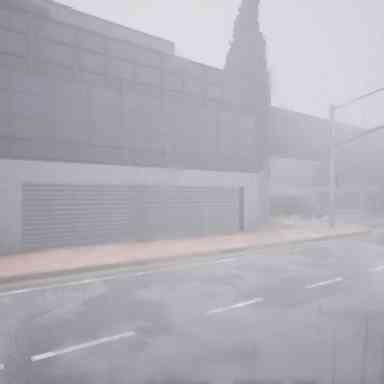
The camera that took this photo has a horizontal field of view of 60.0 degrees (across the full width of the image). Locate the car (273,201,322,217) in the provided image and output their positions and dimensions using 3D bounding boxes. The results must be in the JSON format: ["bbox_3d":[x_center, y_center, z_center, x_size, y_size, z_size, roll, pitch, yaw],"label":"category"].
[{"bbox_3d":[10.764,1.688,34.308,1.812,1.442,4.674,0,0,-36],"label":"car"}]

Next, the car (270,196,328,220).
[{"bbox_3d":[9.417,1.365,30.252,2.150,2.045,5.566,0,0,-37],"label":"car"}]
